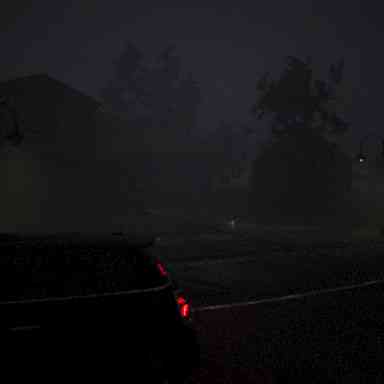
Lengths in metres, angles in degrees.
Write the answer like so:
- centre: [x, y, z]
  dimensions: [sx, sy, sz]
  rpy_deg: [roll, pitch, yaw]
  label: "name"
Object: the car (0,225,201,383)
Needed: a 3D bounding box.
- centre: [-2.271, 1.287, 3.860]
  dimensions: [4.553, 1.767, 2.097]
  rpy_deg: [0, 0, -14]
  label: "car"
